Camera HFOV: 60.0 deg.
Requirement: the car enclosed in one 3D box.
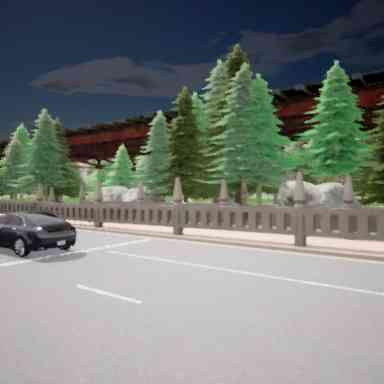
[{"bbox_3d":[-6.487,1.509,12.914,4.892,1.490,1.837,0,0,36],"label":"car"}]
